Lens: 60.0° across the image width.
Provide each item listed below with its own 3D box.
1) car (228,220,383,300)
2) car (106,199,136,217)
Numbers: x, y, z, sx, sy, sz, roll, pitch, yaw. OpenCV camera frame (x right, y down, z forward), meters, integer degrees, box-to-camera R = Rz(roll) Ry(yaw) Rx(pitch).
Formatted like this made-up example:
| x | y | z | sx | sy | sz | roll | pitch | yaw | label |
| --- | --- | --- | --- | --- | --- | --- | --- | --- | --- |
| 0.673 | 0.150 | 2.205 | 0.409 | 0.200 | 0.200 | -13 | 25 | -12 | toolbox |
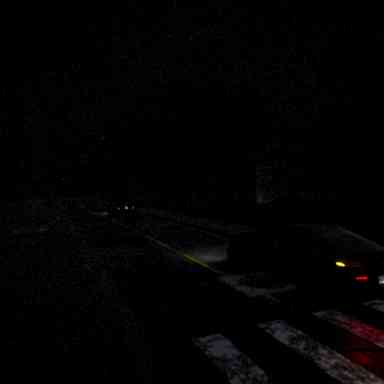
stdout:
| x | y | z | sx | sy | sz | roll | pitch | yaw | label |
| --- | --- | --- | --- | --- | --- | --- | --- | --- | --- |
| 2.625 | 1.410 | 8.208 | 1.812 | 1.442 | 4.674 | -2 | 1 | -23 | car |
| -6.324 | 1.337 | 29.389 | 2.033 | 1.411 | 5.357 | -2 | 1 | -23 | car |
